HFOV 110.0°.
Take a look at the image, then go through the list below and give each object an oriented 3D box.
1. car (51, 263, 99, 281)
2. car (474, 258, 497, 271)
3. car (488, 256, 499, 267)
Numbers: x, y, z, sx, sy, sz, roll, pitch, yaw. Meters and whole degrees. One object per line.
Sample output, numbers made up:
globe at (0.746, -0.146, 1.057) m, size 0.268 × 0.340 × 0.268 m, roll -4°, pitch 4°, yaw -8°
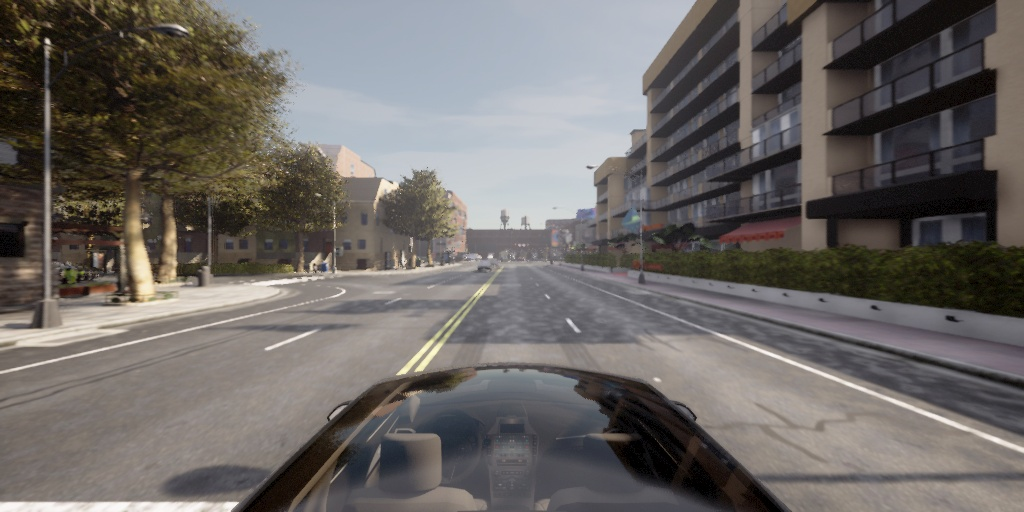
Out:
car at (-35.744, 1.257, 28.301) m, size 4.892 × 1.490 × 1.837 m, roll 0°, pitch 0°, yaw 0°
car at (-3.572, 1.299, 48.158) m, size 2.033 × 1.411 × 5.357 m, roll 0°, pitch 0°, yaw 0°
car at (-3.513, 1.255, 64.855) m, size 1.837 × 1.490 × 4.892 m, roll 0°, pitch 0°, yaw 1°
